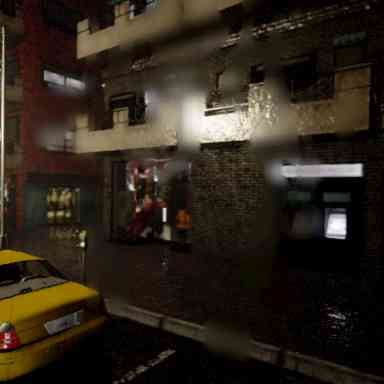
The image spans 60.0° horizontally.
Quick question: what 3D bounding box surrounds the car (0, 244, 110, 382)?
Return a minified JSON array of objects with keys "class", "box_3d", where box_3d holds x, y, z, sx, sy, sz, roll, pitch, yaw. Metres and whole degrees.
[{"class":"car","box_3d":[-3.393,1.498,5.252,4.829,1.417,1.752,0,1,35]}]
